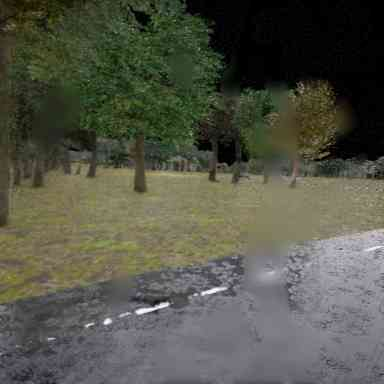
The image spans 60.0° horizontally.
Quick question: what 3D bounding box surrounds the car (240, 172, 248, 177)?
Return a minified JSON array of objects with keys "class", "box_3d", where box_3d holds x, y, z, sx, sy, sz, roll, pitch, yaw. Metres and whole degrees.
[{"class":"car","box_3d":[12.329,-4.318,83.812,2.097,1.767,4.553,1,5,-37]}]
